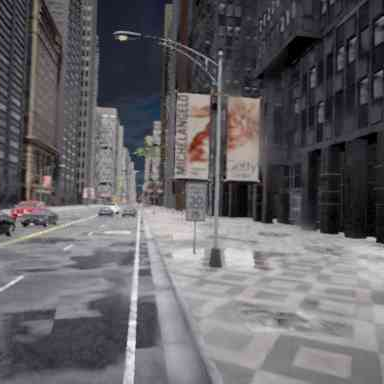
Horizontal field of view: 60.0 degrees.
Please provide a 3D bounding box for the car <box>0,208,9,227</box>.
[{"bbox_3d":[-15.597,1.955,24.776,1.812,1.442,4.674,2,-2,-9],"label":"car"}]

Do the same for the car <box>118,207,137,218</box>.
[{"bbox_3d":[-9.379,3.009,49.304,2.033,1.411,5.357,2,-2,-8],"label":"car"}]

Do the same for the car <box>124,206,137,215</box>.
[{"bbox_3d":[-10.989,3.339,59.658,1.994,1.385,4.181,2,-2,-9],"label":"car"}]

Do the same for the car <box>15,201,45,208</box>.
[{"bbox_3d":[-17.173,1.966,35.166,2.150,2.045,5.566,2,-2,-8],"label":"car"}]

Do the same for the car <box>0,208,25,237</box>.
[{"bbox_3d":[-11.277,1.815,18.129,2.128,1.511,4.902,2,-2,-9],"label":"car"}]

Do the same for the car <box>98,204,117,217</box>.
[{"bbox_3d":[-12.538,2.891,48.523,2.033,1.411,5.357,2,-2,-8],"label":"car"}]

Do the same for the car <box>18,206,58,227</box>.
[{"bbox_3d":[-12.885,2.184,28.489,2.033,1.411,5.357,2,-2,-9],"label":"car"}]

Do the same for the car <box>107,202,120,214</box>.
[{"bbox_3d":[-14.221,2.894,59.372,2.150,2.045,5.566,2,-2,-9],"label":"car"}]
